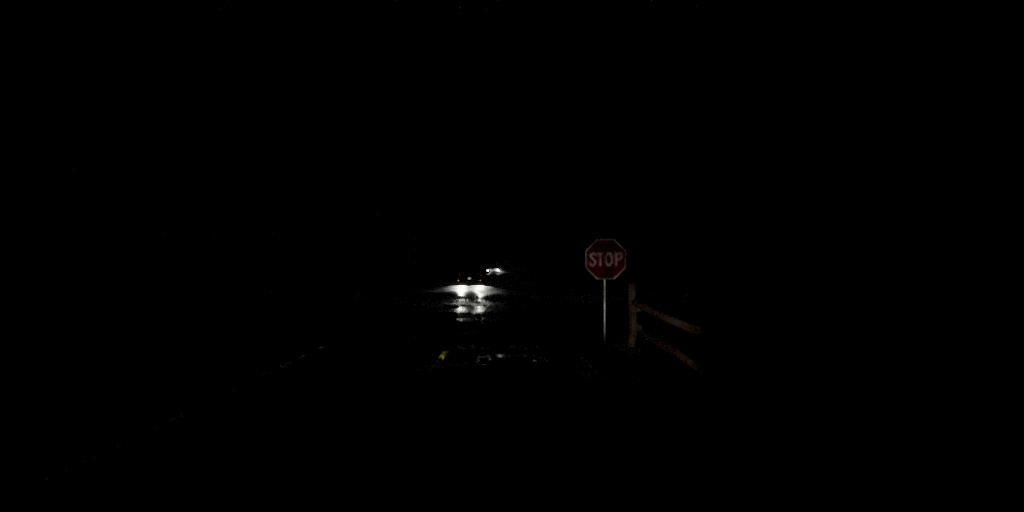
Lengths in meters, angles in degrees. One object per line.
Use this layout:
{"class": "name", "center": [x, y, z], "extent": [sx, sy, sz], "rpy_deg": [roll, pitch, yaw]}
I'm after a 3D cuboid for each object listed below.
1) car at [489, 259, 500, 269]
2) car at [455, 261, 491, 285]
{"class": "car", "center": [-2.747, 1.155, 52.850], "extent": [1.895, 1.301, 4.718], "rpy_deg": [0, 0, 0]}
{"class": "car", "center": [-2.749, 1.252, 25.093], "extent": [1.994, 1.385, 4.181], "rpy_deg": [0, 0, 0]}
